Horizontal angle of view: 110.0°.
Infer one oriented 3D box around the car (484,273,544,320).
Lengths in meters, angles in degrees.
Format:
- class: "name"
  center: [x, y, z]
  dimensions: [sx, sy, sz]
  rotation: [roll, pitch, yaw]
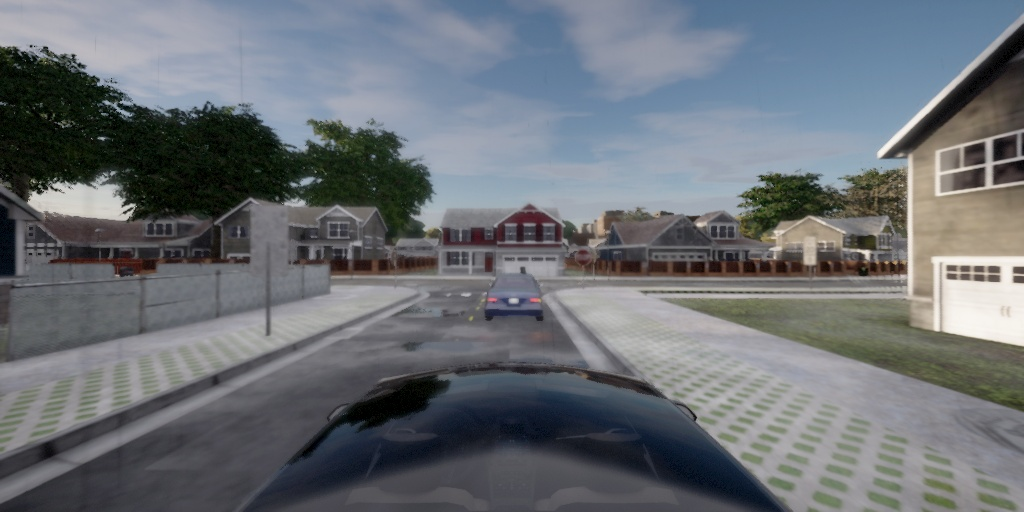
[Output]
- class: "car"
  center: [0.127, 1.284, 12.439]
  dimensions: [2.033, 1.411, 5.357]
  rotation: [0, 0, 2]
